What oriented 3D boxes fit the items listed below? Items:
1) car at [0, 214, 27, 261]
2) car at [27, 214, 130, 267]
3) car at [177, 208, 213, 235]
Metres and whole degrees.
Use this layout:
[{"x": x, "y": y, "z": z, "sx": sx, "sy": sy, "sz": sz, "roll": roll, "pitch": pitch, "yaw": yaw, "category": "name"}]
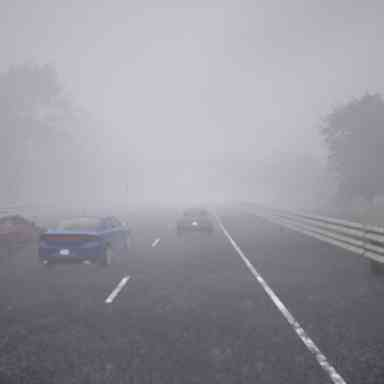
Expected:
[{"x": -6.929, "y": 1.524, "z": 12.096, "sx": 1.812, "sy": 1.442, "sz": 4.674, "roll": 0, "pitch": 0, "yaw": 1, "category": "car"}, {"x": -3.439, "y": 1.492, "z": 11.511, "sx": 1.882, "sy": 1.535, "sz": 5.008, "roll": 0, "pitch": 0, "yaw": 1, "category": "car"}, {"x": 0.191, "y": 1.622, "z": 19.372, "sx": 1.994, "sy": 1.385, "sz": 4.181, "roll": 0, "pitch": 0, "yaw": 1, "category": "car"}]
